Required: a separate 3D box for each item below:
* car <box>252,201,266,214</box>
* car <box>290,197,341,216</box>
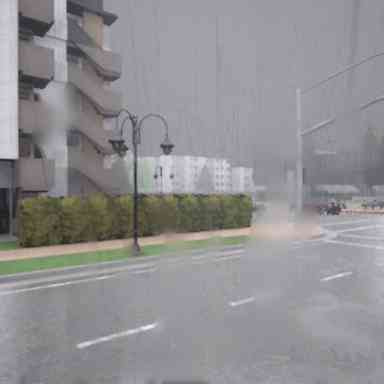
[{"bbox_3d":[5.281,1.409,33.753,1.882,1.535,5.008,0,0,-36],"label":"car"},{"bbox_3d":[11.576,1.273,31.501,2.097,1.767,4.553,0,0,-38],"label":"car"}]
